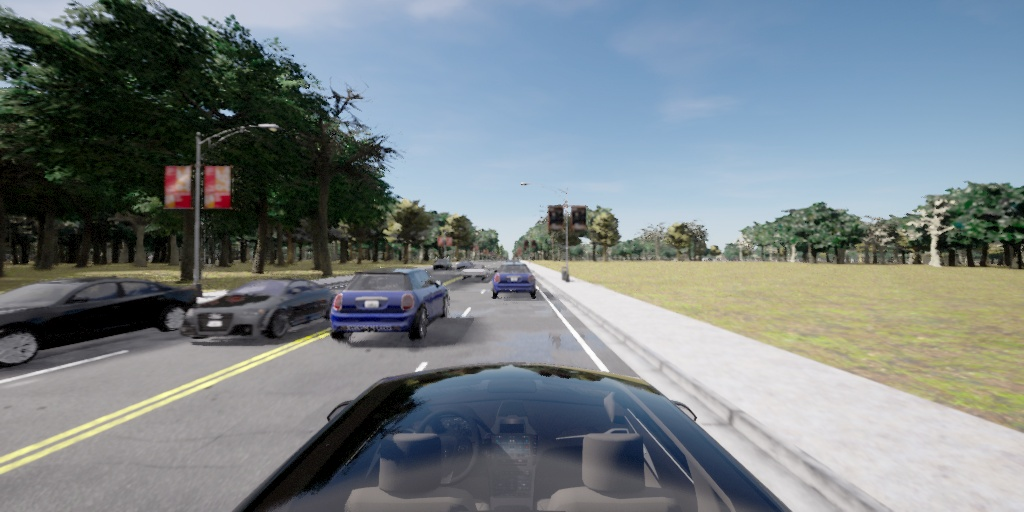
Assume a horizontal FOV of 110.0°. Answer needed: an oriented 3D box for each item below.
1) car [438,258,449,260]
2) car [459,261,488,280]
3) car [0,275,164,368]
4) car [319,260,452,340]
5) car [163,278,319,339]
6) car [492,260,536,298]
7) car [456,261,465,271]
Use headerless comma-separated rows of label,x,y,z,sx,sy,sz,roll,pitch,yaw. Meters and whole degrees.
car,-9.820,1.145,50.861,2.097,1.767,4.553,0,0,0
car,-3.152,1.382,31.413,1.895,1.301,4.718,0,0,0
car,-9.852,1.235,8.071,1.882,1.535,5.008,0,0,0
car,-3.152,1.111,10.189,2.097,1.767,4.553,0,0,0
car,-6.601,1.323,9.957,1.994,1.385,4.181,0,0,0
car,0.098,1.120,18.866,2.097,1.767,4.553,0,0,0
car,-6.581,1.340,50.482,2.033,1.411,5.357,0,0,0
